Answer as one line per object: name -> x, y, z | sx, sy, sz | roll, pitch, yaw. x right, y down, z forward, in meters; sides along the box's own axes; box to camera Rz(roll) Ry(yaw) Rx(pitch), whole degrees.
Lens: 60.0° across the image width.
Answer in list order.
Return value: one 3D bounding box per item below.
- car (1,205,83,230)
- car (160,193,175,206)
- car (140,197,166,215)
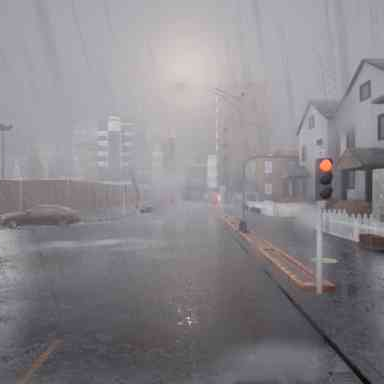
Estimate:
car -> -9.299, 1.522, 20.802 | 4.674, 1.442, 1.812 | 0, 1, -12
car -> -4.038, 1.214, 55.962 | 2.150, 2.045, 5.566 | 0, 0, 0
car -> -4.084, 1.558, 34.271 | 1.994, 1.385, 4.181 | 0, 0, 0
